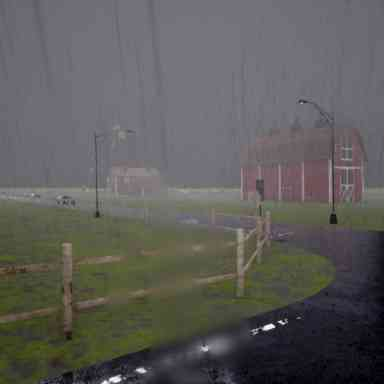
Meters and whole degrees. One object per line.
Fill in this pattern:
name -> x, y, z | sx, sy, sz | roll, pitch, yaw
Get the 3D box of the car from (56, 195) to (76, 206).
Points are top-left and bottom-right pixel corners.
car -> -18.938, 1.280, 49.800 | 1.837, 1.490, 4.892 | -2, 1, -36

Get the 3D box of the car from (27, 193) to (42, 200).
car -> -37.592, 1.053, 80.027 | 1.837, 1.490, 4.892 | -2, 1, -36
